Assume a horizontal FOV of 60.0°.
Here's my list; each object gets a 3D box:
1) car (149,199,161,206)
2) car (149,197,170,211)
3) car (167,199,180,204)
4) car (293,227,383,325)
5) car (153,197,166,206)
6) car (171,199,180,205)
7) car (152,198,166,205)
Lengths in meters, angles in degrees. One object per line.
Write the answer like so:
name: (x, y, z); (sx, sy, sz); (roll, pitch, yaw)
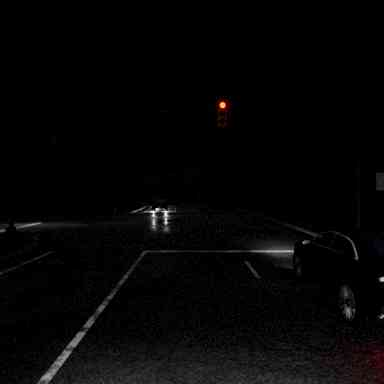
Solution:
car: (-8.041, 2.216, 71.646); (1.895, 1.301, 4.718); (0, -1, -16)
car: (-4.058, 1.590, 42.450); (1.812, 1.442, 4.674); (0, -1, -2)
car: (-4.690, 2.437, 83.542); (1.895, 1.301, 4.718); (0, -1, -22)
car: (3.586, 1.491, 7.072); (2.128, 1.511, 4.902); (0, 0, 1)
car: (-6.033, 1.746, 61.712); (2.097, 1.767, 4.553); (0, -1, -10)
car: (-4.586, 2.168, 72.197); (1.994, 1.385, 4.181); (0, -1, -16)
car: (-8.317, 2.341, 83.152); (1.882, 1.535, 5.008); (0, -1, -25)
